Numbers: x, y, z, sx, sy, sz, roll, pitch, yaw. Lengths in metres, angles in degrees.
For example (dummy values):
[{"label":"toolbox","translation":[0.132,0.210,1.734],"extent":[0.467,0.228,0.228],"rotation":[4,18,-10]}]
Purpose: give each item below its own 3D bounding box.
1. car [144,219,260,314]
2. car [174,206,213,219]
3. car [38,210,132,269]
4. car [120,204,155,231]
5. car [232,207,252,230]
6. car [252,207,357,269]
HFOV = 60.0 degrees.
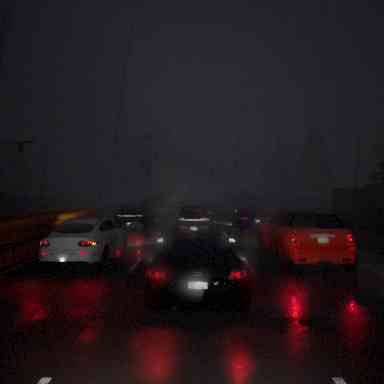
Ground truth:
[{"label":"car","translation":[0.099,1.564,7.686],"extent":[1.994,1.385,4.181],"rotation":[0,0,0]},{"label":"car","translation":[0.097,1.492,17.635],"extent":[2.128,1.511,4.902],"rotation":[0,0,0]},{"label":"car","translation":[-3.402,1.526,11.029],"extent":[1.812,1.442,4.674],"rotation":[0,0,0]},{"label":"car","translation":[-3.404,1.491,20.297],"extent":[2.128,1.511,4.902],"rotation":[0,0,0]},{"label":"car","translation":[3.597,1.564,20.140],"extent":[1.994,1.385,4.181],"rotation":[0,0,0]},{"label":"car","translation":[3.599,1.352,11.255],"extent":[2.097,1.767,4.553],"rotation":[0,0,0]}]
